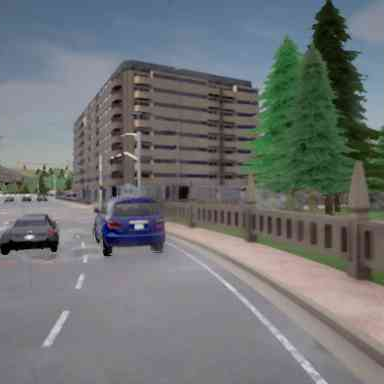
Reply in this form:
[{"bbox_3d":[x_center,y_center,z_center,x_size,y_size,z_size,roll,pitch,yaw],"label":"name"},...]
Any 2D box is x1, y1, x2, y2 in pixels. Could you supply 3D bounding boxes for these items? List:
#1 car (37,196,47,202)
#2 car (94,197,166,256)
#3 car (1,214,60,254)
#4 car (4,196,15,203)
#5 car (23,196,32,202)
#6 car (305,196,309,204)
[{"bbox_3d":[-37.132,1.708,82.785,1.994,1.385,4.181,0,0,-27],"label":"car"},{"bbox_3d":[-2.683,1.232,13.526,2.150,2.045,5.566,0,0,-20],"label":"car"},{"bbox_3d":[-6.567,1.593,13.819,1.994,1.385,4.181,0,0,-21],"label":"car"},{"bbox_3d":[-41.026,1.682,74.974,1.837,1.490,4.892,0,0,-27],"label":"car"},{"bbox_3d":[-40.203,1.700,81.102,2.128,1.511,4.902,0,0,-27],"label":"car"},{"bbox_3d":[18.158,1.298,56.267,4.553,1.767,2.097,0,0,-27],"label":"car"}]
